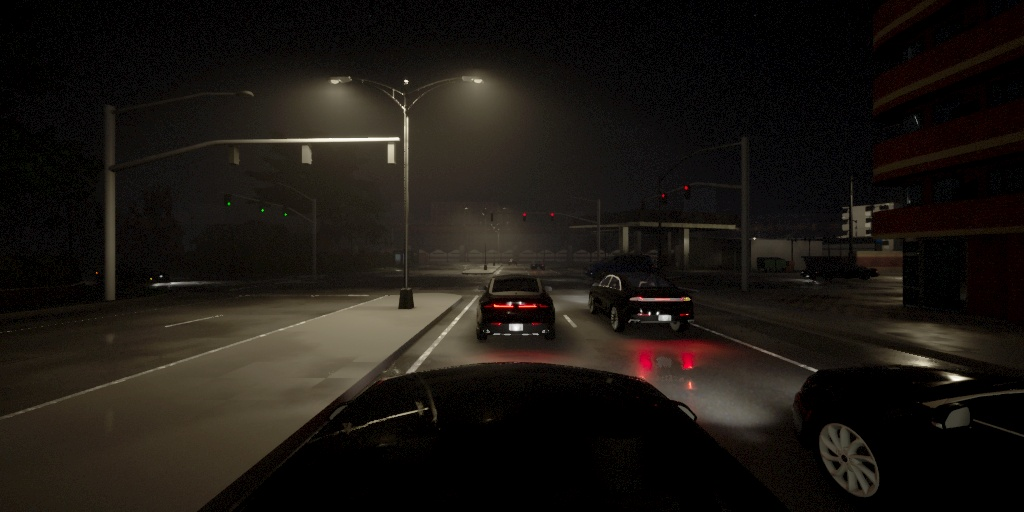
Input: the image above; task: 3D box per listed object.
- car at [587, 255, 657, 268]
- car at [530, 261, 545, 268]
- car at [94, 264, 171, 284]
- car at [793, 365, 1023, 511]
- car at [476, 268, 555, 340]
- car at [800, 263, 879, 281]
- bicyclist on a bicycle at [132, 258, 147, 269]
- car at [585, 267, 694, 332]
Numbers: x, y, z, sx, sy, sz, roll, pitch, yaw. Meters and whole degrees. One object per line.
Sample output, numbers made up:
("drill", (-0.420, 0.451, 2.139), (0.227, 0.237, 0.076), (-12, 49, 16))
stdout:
("car", (8.908, 0.972, 29.733), (5.566, 2.045, 2.150), (0, 0, -1))
("car", (3.698, 1.351, 52.926), (1.895, 1.301, 4.718), (0, 0, 0))
("car", (-27.749, 1.314, 26.308), (4.181, 1.385, 1.994), (0, 0, 0))
("car", (3.600, 1.255, 1.430), (1.837, 1.490, 4.892), (0, 0, 0))
("car", (0.100, 1.255, 9.984), (1.837, 1.490, 4.892), (0, 0, 0))
("car", (27.340, 1.298, 29.975), (5.357, 1.411, 2.033), (0, 0, -1))
("bicyclist on a bicycle", (-38.211, 1.053, 36.732), (0.582, 1.620, 1.656), (0, 0, 0))
("car", (3.607, 1.242, 10.838), (2.128, 1.511, 4.902), (0, 0, 0))
